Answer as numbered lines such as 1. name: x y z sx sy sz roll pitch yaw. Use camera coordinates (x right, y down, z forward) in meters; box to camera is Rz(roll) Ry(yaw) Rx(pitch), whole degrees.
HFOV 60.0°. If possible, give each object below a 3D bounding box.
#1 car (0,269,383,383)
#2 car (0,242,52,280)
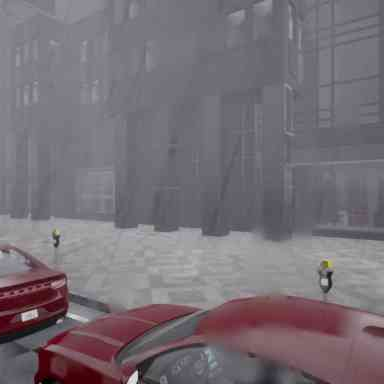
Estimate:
1. car: 0.564 1.545 2.557 4.507 1.381 1.887 0 0 35
2. car: -4.027 1.545 5.826 4.507 1.381 1.887 0 0 35
